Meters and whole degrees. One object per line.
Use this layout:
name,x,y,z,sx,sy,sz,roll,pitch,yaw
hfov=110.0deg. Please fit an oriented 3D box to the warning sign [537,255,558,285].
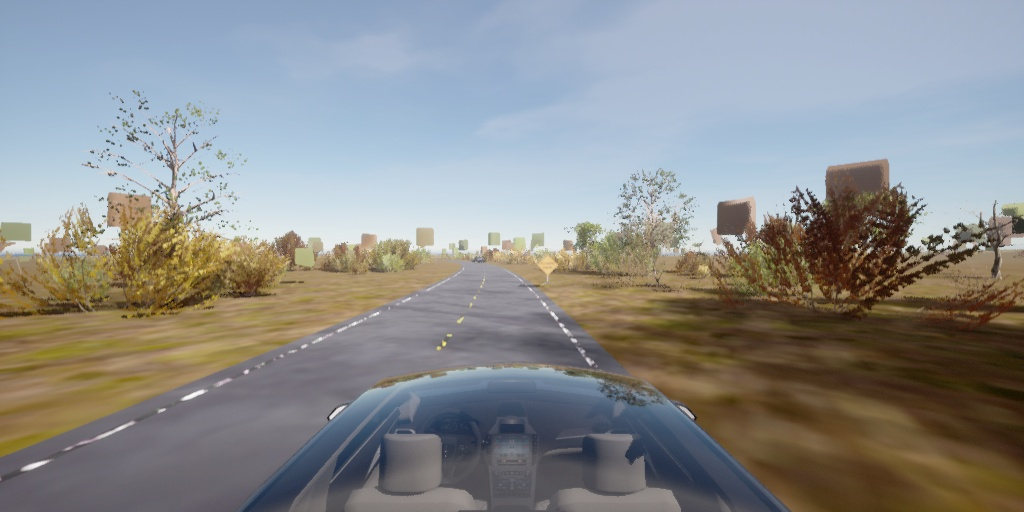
warning sign,2.215,0.849,22.311,1.300,1.860,1.060,0,0,-2
